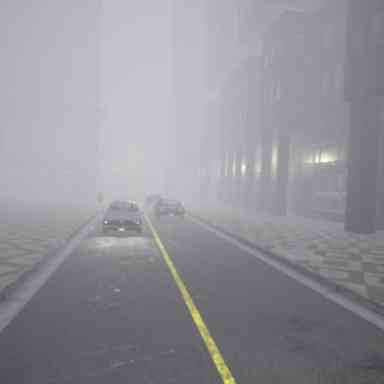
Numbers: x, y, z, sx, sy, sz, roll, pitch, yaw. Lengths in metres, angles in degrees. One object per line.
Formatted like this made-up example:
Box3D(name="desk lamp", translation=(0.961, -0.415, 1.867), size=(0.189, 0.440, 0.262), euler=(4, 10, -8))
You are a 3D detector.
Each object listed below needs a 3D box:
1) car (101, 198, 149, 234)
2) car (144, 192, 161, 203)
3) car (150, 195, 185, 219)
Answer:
Box3D(name="car", translation=(-3.479, 1.160, 16.876), size=(2.033, 1.411, 5.357), euler=(2, 1, -11))
Box3D(name="car", translation=(-4.512, 0.750, 39.177), size=(2.128, 1.511, 4.902), euler=(2, 1, -10))
Box3D(name="car", translation=(-1.739, 1.174, 24.179), size=(1.895, 1.301, 4.718), euler=(2, 1, -10))
